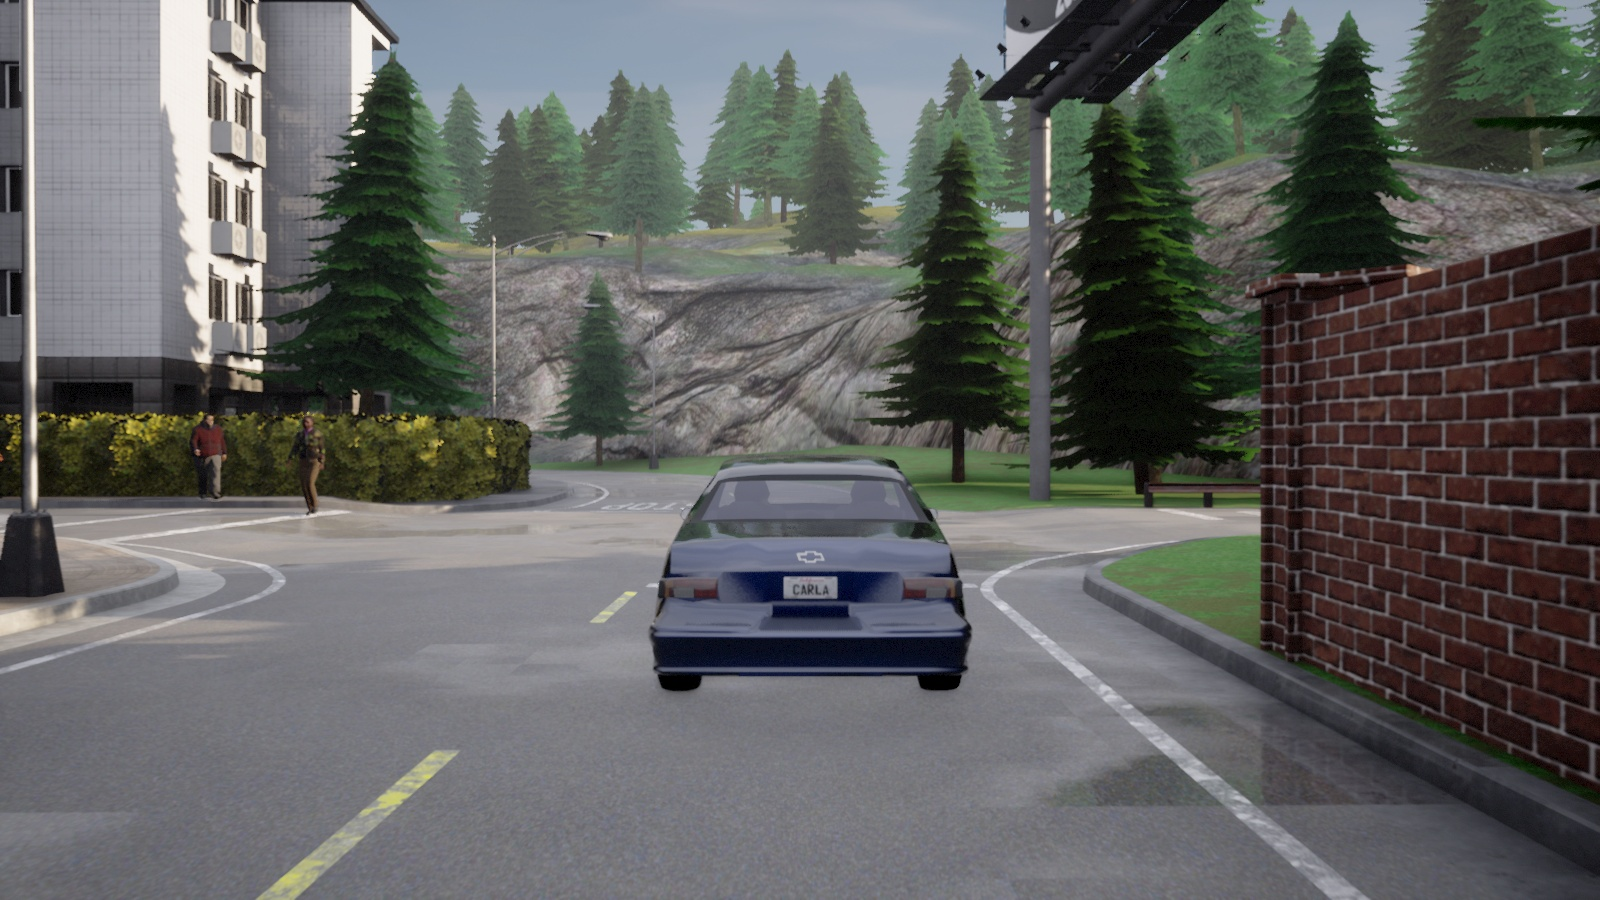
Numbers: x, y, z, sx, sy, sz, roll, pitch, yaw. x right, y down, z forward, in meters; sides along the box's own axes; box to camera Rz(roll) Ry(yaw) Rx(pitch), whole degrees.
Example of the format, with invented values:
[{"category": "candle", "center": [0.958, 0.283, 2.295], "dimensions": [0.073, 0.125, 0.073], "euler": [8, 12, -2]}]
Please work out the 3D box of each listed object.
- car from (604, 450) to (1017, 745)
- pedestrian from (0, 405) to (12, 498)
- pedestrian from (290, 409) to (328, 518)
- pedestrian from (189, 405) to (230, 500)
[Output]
[{"category": "car", "center": [0.064, 0.727, 8.868], "dimensions": [2.033, 1.411, 5.357], "euler": [0, 0, 0]}, {"category": "pedestrian", "center": [-16.189, 0.027, 24.971], "dimensions": [0.694, 1.848, 0.540], "euler": [0, 0, -2]}, {"category": "pedestrian", "center": [-8.806, 0.230, 22.521], "dimensions": [0.395, 1.930, 0.692], "euler": [0, 0, 1]}, {"category": "pedestrian", "center": [-11.708, 0.053, 24.884], "dimensions": [0.634, 1.844, 0.899], "euler": [0, 1, -32]}]
